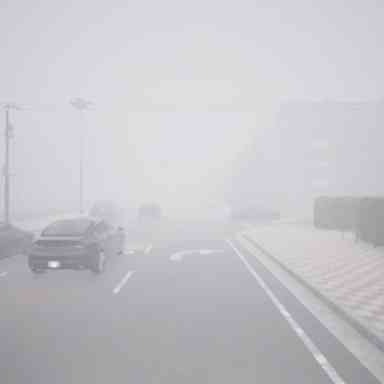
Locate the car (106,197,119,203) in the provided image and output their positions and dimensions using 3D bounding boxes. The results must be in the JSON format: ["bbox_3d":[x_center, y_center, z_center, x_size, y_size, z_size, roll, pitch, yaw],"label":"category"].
[{"bbox_3d":[-19.764,1.905,83.135,2.033,1.411,5.357,0,0,0],"label":"car"}]

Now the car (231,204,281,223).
[{"bbox_3d":[5.207,1.686,27.116,4.181,1.385,1.994,0,-1,-30],"label":"car"}]

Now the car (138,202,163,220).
[{"bbox_3d":[-3.725,1.613,30.145,1.882,1.535,5.008,0,0,-2],"label":"car"}]

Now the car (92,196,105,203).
[{"bbox_3d":[-23.264,1.866,83.041,1.837,1.490,4.892,0,0,0],"label":"car"}]

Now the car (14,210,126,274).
[{"bbox_3d":[-3.426,1.554,10.700,1.837,1.490,4.892,0,0,0],"label":"car"}]

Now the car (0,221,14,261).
[{"bbox_3d":[-6.923,1.614,11.026,1.994,1.385,4.181,0,0,0],"label":"car"}]

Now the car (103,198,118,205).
[{"bbox_3d":[-16.276,1.895,66.766,1.895,1.301,4.718,0,0,0],"label":"car"}]

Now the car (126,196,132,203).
[{"bbox_3d":[-16.264,1.873,83.175,1.837,1.490,4.892,0,0,0],"label":"car"}]

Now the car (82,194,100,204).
[{"bbox_3d":[-19.776,1.524,66.658,2.150,2.045,5.566,0,0,0],"label":"car"}]

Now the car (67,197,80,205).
[{"bbox_3d":[-23.276,1.776,66.558,1.882,1.535,5.008,0,0,0],"label":"car"}]

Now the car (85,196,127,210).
[{"bbox_3d":[-7.175,1.479,28.292,2.097,1.767,4.553,0,0,-1],"label":"car"}]
